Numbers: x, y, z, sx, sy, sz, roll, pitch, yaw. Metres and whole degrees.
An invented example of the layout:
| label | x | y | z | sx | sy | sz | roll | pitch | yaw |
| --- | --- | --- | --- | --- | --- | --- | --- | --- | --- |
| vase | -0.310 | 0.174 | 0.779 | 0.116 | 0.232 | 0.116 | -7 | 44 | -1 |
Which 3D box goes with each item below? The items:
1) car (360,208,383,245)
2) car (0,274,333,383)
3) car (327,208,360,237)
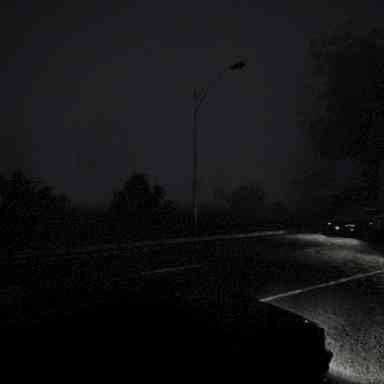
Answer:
| label | x | y | z | sx | sy | sz | roll | pitch | yaw |
| --- | --- | --- | --- | --- | --- | --- | --- | --- | --- |
| car | 10.439 | 1.388 | 15.307 | 5.566 | 2.045 | 2.150 | 1 | 0 | -33 |
| car | -0.998 | 1.553 | 3.018 | 5.357 | 1.411 | 2.033 | 1 | 0 | -35 |
| car | 9.774 | 1.685 | 19.041 | 4.892 | 1.490 | 1.837 | 1 | 0 | -33 |
